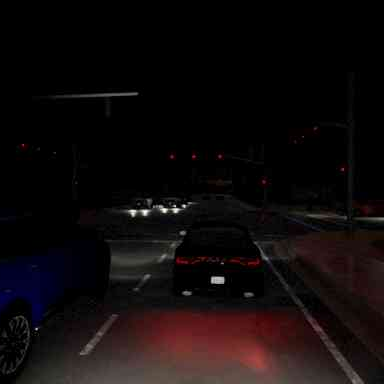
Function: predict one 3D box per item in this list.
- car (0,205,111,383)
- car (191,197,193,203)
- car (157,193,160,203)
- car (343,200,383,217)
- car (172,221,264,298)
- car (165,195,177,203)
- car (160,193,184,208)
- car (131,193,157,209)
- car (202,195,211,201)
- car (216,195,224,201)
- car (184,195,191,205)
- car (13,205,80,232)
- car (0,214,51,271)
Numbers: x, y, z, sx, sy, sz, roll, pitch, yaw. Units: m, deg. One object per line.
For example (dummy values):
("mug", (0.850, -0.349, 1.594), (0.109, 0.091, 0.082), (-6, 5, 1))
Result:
("car", (-3.069, 1.221, 5.509), (2.150, 2.045, 5.566), (0, 0, 3))
("car", (-0.925, 1.552, 71.076), (1.994, 1.385, 4.181), (0, 0, 5))
("car", (-5.702, 1.223, 56.783), (2.150, 2.045, 5.566), (0, 0, 5))
("car", (16.775, 1.478, 30.962), (5.008, 1.535, 1.882), (0, 0, 5))
("car", (0.654, 1.478, 8.615), (1.882, 1.535, 5.008), (0, 0, 4))
("car", (-4.382, 1.478, 71.746), (1.882, 1.535, 5.008), (0, 0, 5))
("car", (-2.850, 1.221, 48.951), (2.150, 2.045, 5.566), (0, 0, 5))
("car", (-6.683, 1.221, 45.344), (2.150, 2.045, 5.566), (0, 0, 3))
("car", (3.715, 1.524, 84.742), (1.812, 1.442, 4.674), (0, 0, 5))
("car", (7.232, 1.553, 84.800), (1.994, 1.385, 4.181), (0, 0, 5))
("car", (-1.982, 1.352, 59.184), (2.097, 1.767, 4.553), (0, 0, 5))
("car", (-9.065, 1.601, 21.252), (1.895, 1.301, 4.718), (0, 0, 5))
("car", (-6.475, 1.547, 9.843), (2.033, 1.411, 5.357), (0, 0, 4))
